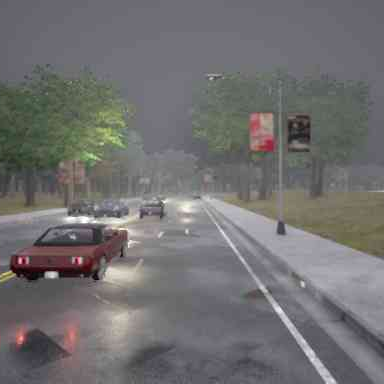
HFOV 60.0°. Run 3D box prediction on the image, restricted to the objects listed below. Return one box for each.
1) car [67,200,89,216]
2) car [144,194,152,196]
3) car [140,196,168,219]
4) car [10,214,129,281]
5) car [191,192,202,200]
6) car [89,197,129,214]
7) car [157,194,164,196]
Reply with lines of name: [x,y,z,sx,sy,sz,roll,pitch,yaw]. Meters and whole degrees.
car: [-9.822,1.429,30.344,1.994,1.385,4.181,0,0,0]
car: [-9.698,1.165,72.409,1.837,1.490,4.892,0,0,0]
car: [-3.131,1.370,27.525,2.128,1.511,4.902,0,0,0]
car: [-3.144,1.559,9.678,1.895,1.301,4.718,0,0,0]
car: [1.193,1.163,77.410,1.837,1.490,4.892,0,0,0]
car: [-6.576,1.231,27.461,2.097,1.767,4.553,0,0,0]
car: [-6.452,1.205,67.994,1.812,1.442,4.674,0,0,0]
